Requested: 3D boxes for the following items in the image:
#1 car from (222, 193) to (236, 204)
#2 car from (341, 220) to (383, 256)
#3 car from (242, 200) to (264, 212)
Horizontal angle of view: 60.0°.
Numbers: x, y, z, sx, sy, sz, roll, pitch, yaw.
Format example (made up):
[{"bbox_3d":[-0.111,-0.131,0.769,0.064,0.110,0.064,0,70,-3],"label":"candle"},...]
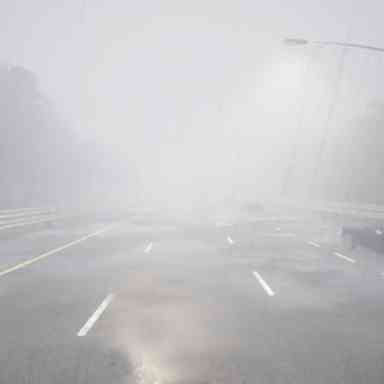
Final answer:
[{"bbox_3d":[7.237,1.274,65.329,2.150,2.045,5.566,0,0,0],"label":"car"},{"bbox_3d":[7.008,1.606,11.493,1.895,1.301,4.718,0,0,0],"label":"car"},{"bbox_3d":[7.086,1.629,39.059,1.895,1.301,4.718,0,0,0],"label":"car"}]
